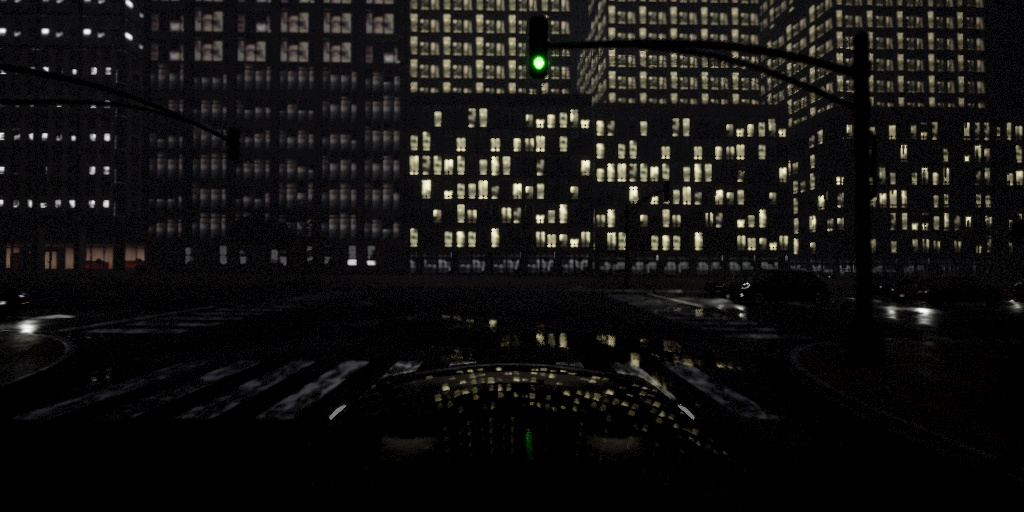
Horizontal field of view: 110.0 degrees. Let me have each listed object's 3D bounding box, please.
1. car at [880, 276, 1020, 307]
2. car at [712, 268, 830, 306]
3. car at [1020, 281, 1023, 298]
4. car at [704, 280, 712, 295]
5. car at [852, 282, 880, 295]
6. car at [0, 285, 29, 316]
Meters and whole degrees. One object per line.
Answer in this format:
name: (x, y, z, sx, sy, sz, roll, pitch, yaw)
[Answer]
car: (21.999, 1.752, 18.139, 4.674, 1.442, 1.812, 1, -1, -1)
car: (13.012, 1.467, 17.966, 4.553, 1.767, 2.097, 1, -1, -1)
car: (33.436, 1.764, 21.603, 4.553, 1.767, 2.097, 1, -1, -1)
car: (14.051, 1.649, 21.232, 5.008, 1.535, 1.882, 1, -1, -2)
car: (23.376, 1.888, 21.415, 4.718, 1.301, 1.895, 1, -1, -1)
car: (-17.658, 1.143, 10.665, 4.892, 1.490, 1.837, 1, -1, -1)
